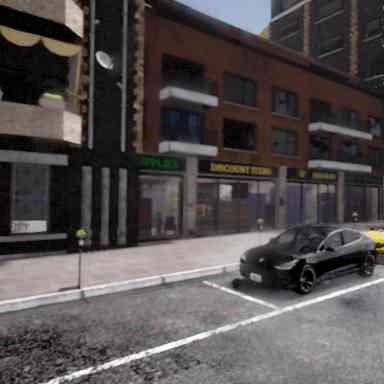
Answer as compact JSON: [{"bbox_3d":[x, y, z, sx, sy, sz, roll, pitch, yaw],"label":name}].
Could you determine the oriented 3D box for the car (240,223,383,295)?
[{"bbox_3d":[3.236,1.589,8.860,4.313,1.339,1.947,0,1,-36],"label":"car"}]
